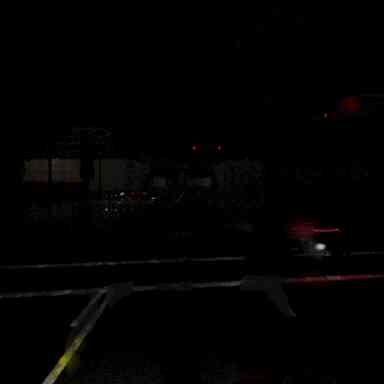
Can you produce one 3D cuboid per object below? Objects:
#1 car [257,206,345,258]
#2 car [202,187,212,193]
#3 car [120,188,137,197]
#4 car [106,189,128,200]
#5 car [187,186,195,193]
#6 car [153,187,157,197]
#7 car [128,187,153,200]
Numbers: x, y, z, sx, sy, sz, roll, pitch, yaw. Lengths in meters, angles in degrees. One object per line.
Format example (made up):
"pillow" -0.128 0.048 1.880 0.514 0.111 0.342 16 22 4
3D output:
"car" 3.561 1.245 11.666 2.128 1.511 4.902 0 1 0
"car" 3.264 -0.484 72.599 1.994 1.385 4.181 0 2 0
"car" -10.711 0.118 56.215 1.994 1.385 4.181 0 2 0
"car" -10.685 0.330 46.607 1.837 1.490 4.892 0 2 0
"car" -0.236 -0.532 72.586 1.837 1.490 4.892 0 2 0
"car" -7.220 -0.090 55.954 2.097 1.767 4.553 0 1 0
"car" -7.190 0.170 46.704 2.097 1.767 4.553 0 2 0
